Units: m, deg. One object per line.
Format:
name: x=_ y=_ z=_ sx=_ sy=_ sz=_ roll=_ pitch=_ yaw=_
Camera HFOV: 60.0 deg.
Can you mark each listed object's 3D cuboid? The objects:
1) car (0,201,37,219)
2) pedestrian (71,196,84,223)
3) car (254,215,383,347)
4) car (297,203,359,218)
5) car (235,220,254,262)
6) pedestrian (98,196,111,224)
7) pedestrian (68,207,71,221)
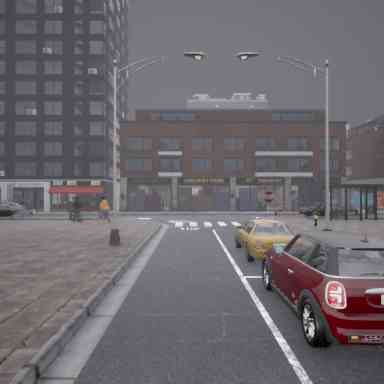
car: x=-15.582 y=1.513 z=27.713 sx=4.902 sy=1.511 sz=2.128 roll=0 pitch=0 yaw=0
pedestrian: x=-7.657 y=1.144 z=22.251 sx=0.375 sy=1.860 sz=0.375 roll=0 pitch=0 yaw=0
car: x=2.609 y=1.441 z=6.313 sx=1.967 sy=1.590 sz=4.097 roll=0 pitch=0 yaw=0
car: x=11.466 y=1.573 z=27.947 sx=4.718 sy=1.301 sz=1.895 roll=0 pitch=0 yaw=-1
car: x=2.575 y=1.529 z=11.921 sx=1.752 sy=1.417 sz=4.829 roll=0 pitch=0 yaw=0
pedestrian: x=-5.683 y=1.129 z=21.594 sx=0.375 sy=1.860 sz=0.375 roll=0 pitch=0 yaw=0
pedestrian: x=-8.080 y=1.144 z=22.833 sx=0.375 sy=1.860 sz=0.375 roll=0 pitch=0 yaw=0
